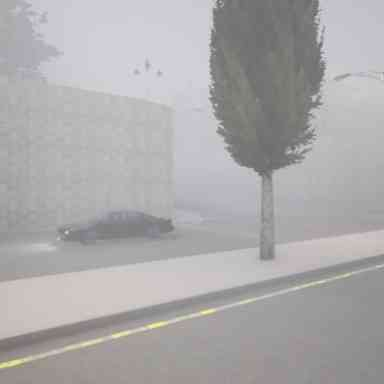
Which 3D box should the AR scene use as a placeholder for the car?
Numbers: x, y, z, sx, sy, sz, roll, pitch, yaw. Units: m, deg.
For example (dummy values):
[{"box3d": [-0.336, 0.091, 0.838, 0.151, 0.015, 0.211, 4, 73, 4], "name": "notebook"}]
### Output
[{"box3d": [-3.404, 1.555, 15.560, 5.357, 1.411, 2.033, 0, 0, -34], "name": "car"}]
